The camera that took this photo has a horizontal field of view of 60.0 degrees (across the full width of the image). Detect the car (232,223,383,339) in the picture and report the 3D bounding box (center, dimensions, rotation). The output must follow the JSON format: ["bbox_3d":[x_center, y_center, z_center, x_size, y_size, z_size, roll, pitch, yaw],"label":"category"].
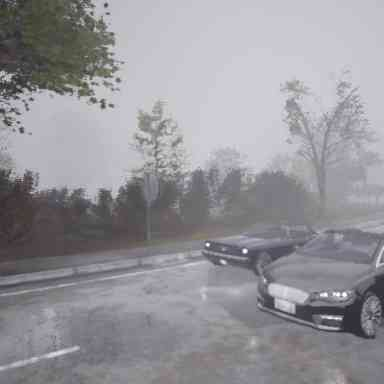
[{"bbox_3d":[3.347,1.510,6.753,4.902,1.511,2.128,0,0,-39],"label":"car"}]

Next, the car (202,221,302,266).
[{"bbox_3d":[2.578,1.639,10.633,4.718,1.301,1.895,0,0,-40],"label":"car"}]
